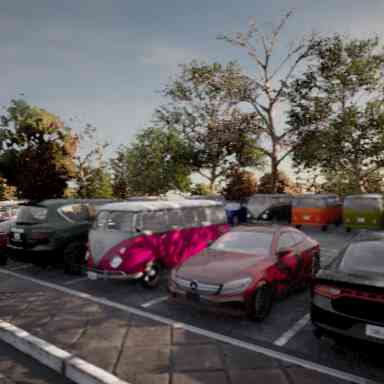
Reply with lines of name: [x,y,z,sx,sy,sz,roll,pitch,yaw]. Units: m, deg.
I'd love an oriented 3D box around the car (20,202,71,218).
car: [-16.690,2.004,38.045,2.231,1.521,4.892,-2,-1,38]

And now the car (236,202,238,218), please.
car: [3.010,1.410,22.775,2.097,1.535,5.008,-2,-1,38]

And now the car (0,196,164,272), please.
car: [-2.940,1.231,10.864,2.435,2.045,5.566,-1,0,38]

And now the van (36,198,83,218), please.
van: [-14.431,1.710,36.446,1.878,1.987,4.442,-2,-1,38]

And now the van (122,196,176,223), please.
van: [-3.491,1.381,27.958,1.878,1.987,4.442,-2,-1,38]

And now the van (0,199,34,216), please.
van: [-23.276,2.000,43.310,1.878,1.987,4.442,-2,-1,38]

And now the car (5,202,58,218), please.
car: [-18.985,2.069,39.600,1.946,1.575,5.366,-2,-1,38]

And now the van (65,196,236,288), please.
van: [-0.835,1.236,9.048,1.878,1.987,4.442,-1,0,38]

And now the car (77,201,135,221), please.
car: [-7.936,1.739,31.255,2.097,1.535,5.008,-2,-1,38]

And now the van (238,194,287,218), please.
van: [5.001,1.139,21.074,1.878,1.987,4.442,-1,0,38]

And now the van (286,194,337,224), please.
van: [7.437,1.114,19.479,1.878,1.987,4.442,-1,0,38]

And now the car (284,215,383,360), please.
car: [3.623,1.418,5.733,2.097,1.535,5.008,-1,0,38]

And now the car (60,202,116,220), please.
car: [-10.223,1.808,33.030,2.097,1.535,5.008,-2,-1,38]

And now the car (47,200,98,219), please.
car: [-12.332,1.746,34.631,2.185,1.767,4.553,-2,-1,38]

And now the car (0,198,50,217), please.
car: [-21.048,1.890,41.467,2.435,2.045,5.566,-2,-1,38]

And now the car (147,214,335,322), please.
car: [1.435,1.480,7.441,2.002,1.452,4.674,-1,0,38]

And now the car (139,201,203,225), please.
car: [-1.481,1.541,26.019,1.946,1.575,5.366,-2,-1,38]

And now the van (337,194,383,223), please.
van: [9.527,1.094,17.858,1.878,1.987,4.442,-1,0,38]
